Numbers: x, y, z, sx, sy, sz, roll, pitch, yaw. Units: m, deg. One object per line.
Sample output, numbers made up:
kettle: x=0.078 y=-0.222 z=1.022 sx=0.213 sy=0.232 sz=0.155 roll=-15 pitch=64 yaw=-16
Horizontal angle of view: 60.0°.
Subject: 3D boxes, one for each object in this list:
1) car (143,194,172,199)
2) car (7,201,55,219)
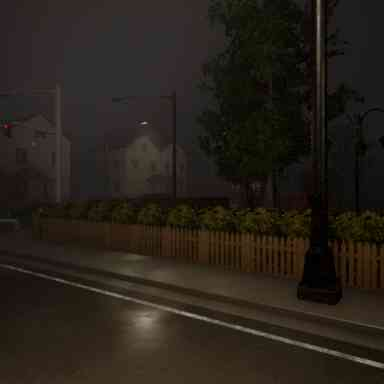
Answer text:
car: x=-3.400 y=1.219 z=37.893 sx=2.150 sy=2.045 sz=5.566 roll=0 pitch=0 yaw=35
car: x=-13.762 y=1.525 z=29.411 sx=1.812 sy=1.442 sz=4.674 roll=0 pitch=1 yaw=35
